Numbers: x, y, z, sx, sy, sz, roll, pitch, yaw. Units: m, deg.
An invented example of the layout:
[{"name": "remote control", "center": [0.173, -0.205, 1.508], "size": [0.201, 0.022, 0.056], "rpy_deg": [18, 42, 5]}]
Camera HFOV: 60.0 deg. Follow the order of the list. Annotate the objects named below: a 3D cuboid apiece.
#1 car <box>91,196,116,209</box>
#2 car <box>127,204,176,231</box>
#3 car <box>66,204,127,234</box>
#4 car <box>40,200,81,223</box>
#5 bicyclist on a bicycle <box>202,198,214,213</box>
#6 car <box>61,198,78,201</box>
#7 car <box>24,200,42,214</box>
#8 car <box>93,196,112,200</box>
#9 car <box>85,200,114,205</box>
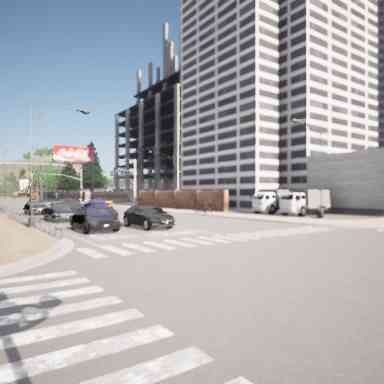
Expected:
[{"name": "car", "center": [-13.139, 1.520, 49.117], "size": [2.097, 1.767, 4.553], "rpy_deg": [0, 0, -35]}, {"name": "car", "center": [-2.882, 1.605, 21.825], "size": [1.837, 1.490, 4.892], "rpy_deg": [0, 0, -35]}, {"name": "car", "center": [-5.841, 1.662, 19.951], "size": [1.994, 1.385, 4.181], "rpy_deg": [0, 0, -35]}, {"name": "car", "center": [-10.807, 1.644, 27.154], "size": [1.812, 1.442, 4.674], "rpy_deg": [0, 0, -35]}, {"name": "bicyclist on a bicycle", "center": [1.787, 1.428, 36.134], "size": [1.656, 1.620, 0.582], "rpy_deg": [0, 0, -35]}, {"name": "car", "center": [-13.725, 1.495, 37.533], "size": [2.097, 1.767, 4.553], "rpy_deg": [0, 0, -34]}, {"name": "car", "center": [-16.695, 1.633, 35.679], "size": [2.128, 1.511, 4.902], "rpy_deg": [0, 0, -34]}, {"name": "car", "center": [-11.906, 1.628, 41.361], "size": [1.882, 1.535, 5.008], "rpy_deg": [0, -1, -35]}, {"name": "car", "center": [-7.944, 1.684, 29.153], "size": [1.994, 1.385, 4.181], "rpy_deg": [0, 0, -34]}]
